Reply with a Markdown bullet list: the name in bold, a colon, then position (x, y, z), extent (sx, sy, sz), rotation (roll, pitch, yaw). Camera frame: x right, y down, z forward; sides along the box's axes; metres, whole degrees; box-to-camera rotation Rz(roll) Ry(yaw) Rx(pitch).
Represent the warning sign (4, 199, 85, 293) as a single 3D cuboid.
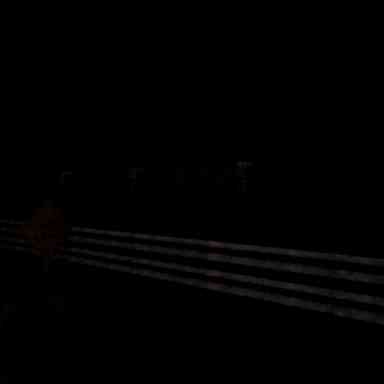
- **warning sign**: position (-3.294, 1.102, 7.501), extent (1.060, 1.860, 1.300), rotation (0, 0, 35)
